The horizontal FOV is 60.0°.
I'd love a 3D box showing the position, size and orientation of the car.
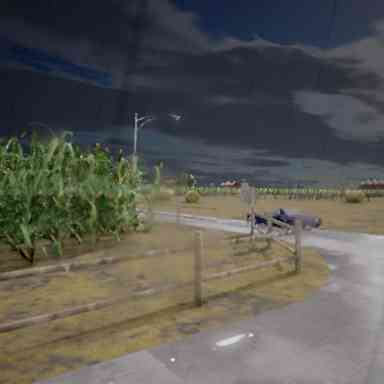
[{"bbox_3d":[5.238,1.580,19.830,1.895,1.301,4.718,2,-1,-27],"label":"car"}]
